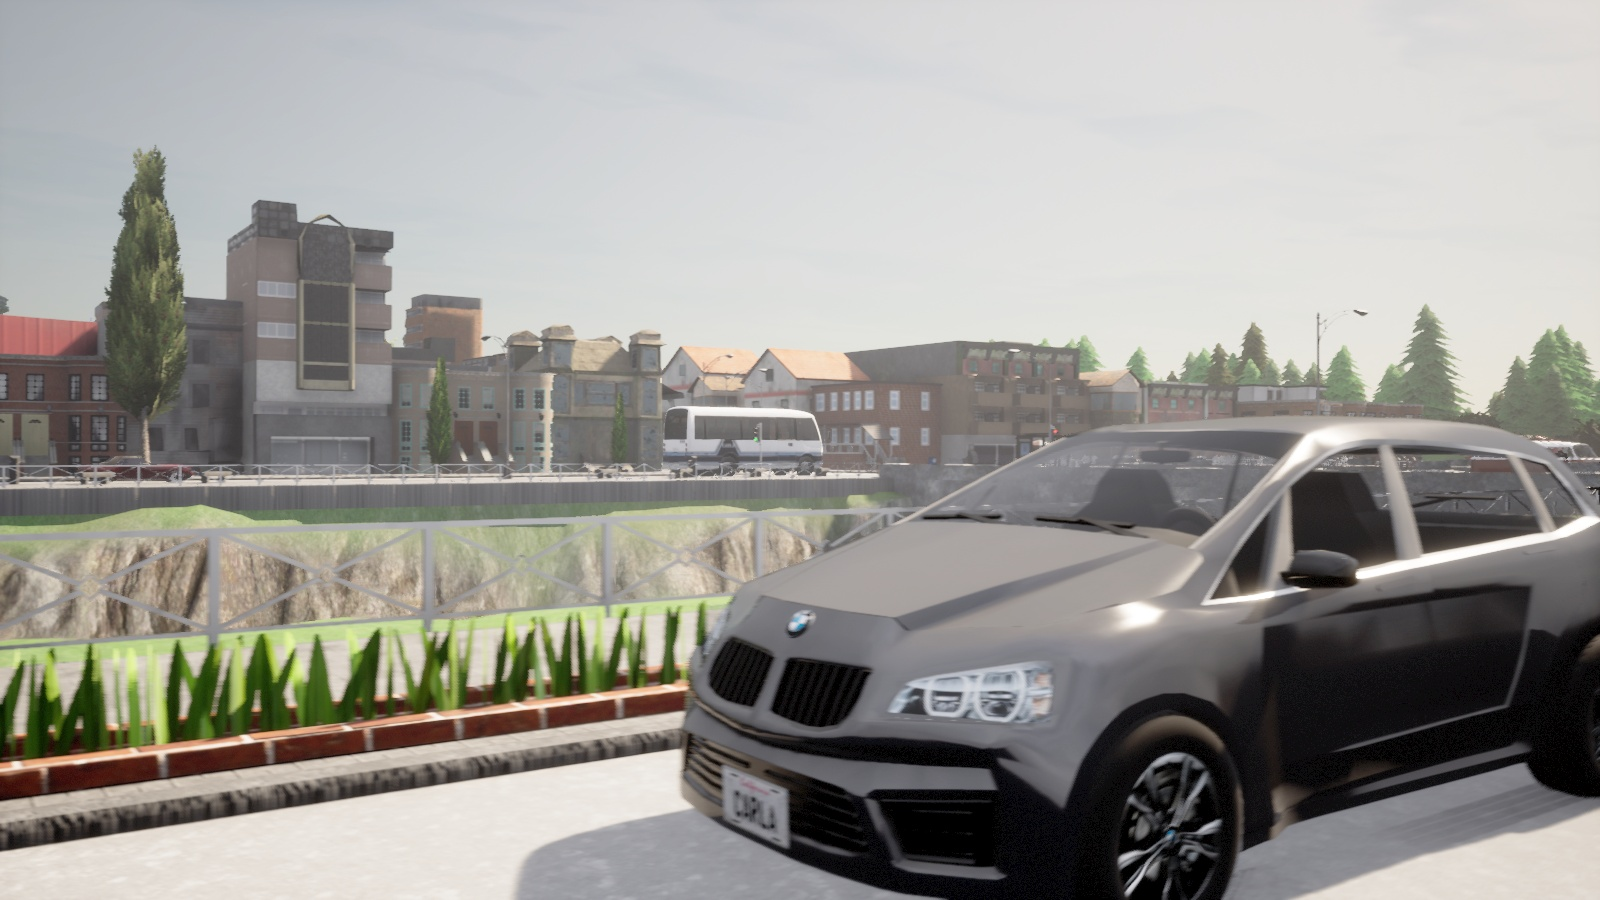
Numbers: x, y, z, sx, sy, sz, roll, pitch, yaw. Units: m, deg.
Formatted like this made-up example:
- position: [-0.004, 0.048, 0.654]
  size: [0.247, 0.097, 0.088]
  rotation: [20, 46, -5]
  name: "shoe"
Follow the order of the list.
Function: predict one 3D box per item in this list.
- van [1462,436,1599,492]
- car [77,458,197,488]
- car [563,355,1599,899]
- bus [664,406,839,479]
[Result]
- position: [28.432, 0.527, 48.650]
  size: [2.069, 2.038, 4.480]
  rotation: [0, 0, -35]
  name: "van"
- position: [-30.668, 1.053, 58.112]
  size: [4.718, 1.301, 1.895]
  rotation: [0, 0, -35]
  name: "car"
- position: [1.595, 0.599, 5.379]
  size: [4.611, 1.667, 2.242]
  rotation: [0, 0, -35]
  name: "car"
- position: [-2.915, -0.436, 77.438]
  size: [10.273, 4.253, 3.944]
  rotation: [0, 0, -35]
  name: "bus"
